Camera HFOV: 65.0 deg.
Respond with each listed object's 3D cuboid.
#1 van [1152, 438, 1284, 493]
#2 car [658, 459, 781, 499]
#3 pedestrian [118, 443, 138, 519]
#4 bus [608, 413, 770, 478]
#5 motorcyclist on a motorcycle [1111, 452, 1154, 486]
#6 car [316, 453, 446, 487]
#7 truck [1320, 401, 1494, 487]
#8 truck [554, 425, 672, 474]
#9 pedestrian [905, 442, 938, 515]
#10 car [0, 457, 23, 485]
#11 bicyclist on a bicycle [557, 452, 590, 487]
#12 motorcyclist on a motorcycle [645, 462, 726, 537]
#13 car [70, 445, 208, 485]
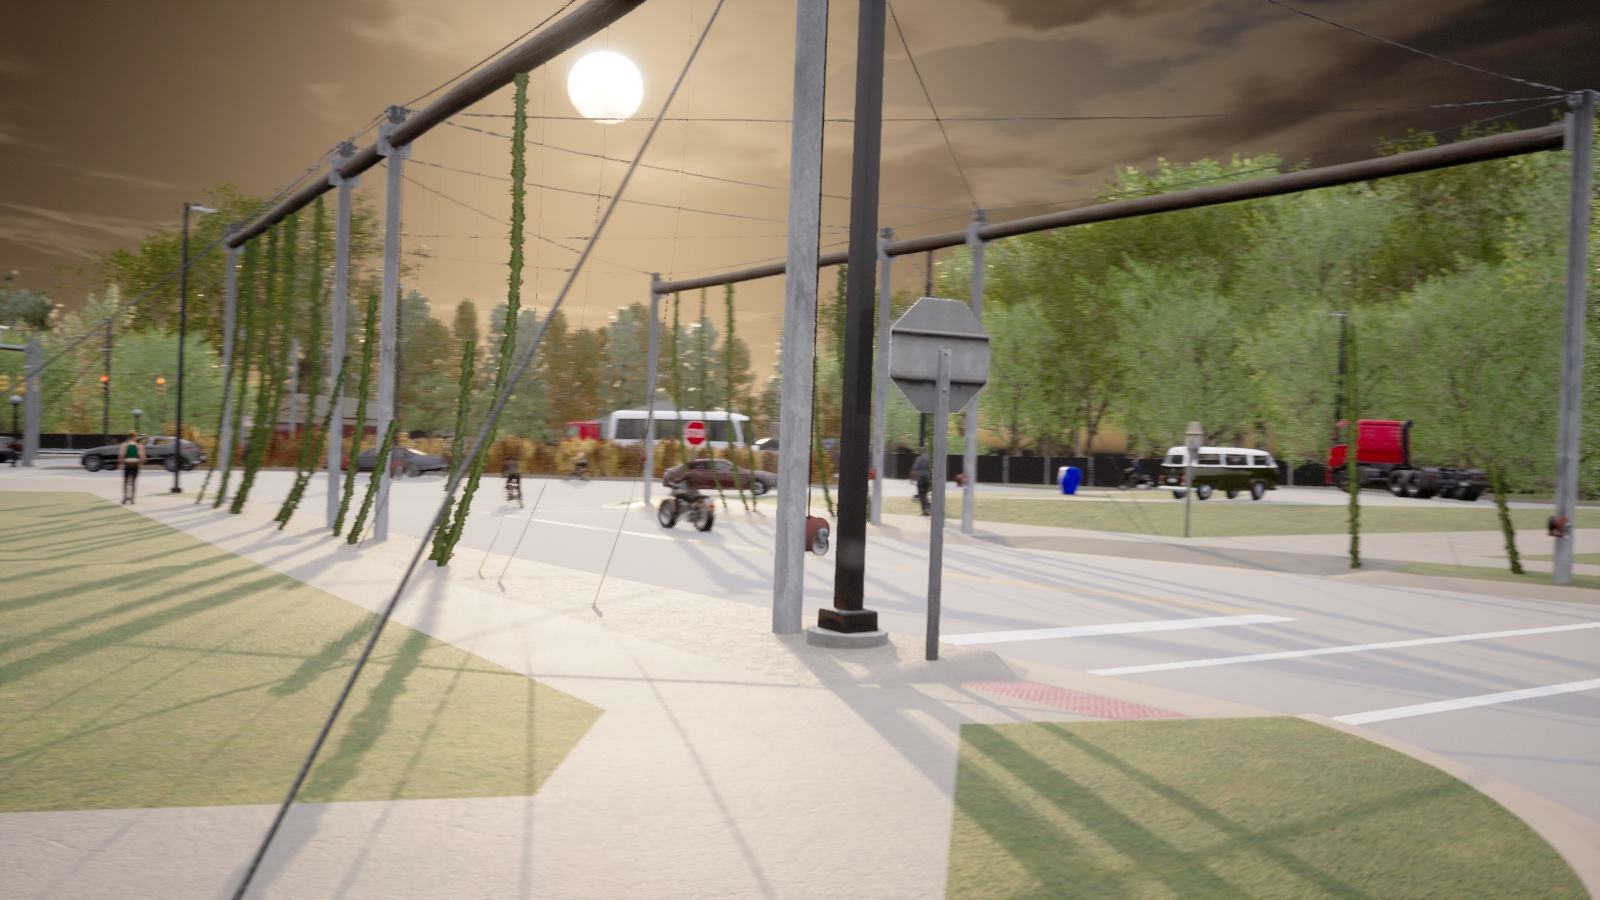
[{"bbox_3d":[16.092,0.560,48.342,4.480,2.038,2.069,-1,0,-20],"label":"van"},{"bbox_3d":[-3.165,1.138,49.911,4.674,1.442,1.812,-1,0,3],"label":"car"},{"bbox_3d":[-16.420,0.753,30.685,0.345,1.836,0.594,1,1,-34],"label":"pedestrian"},{"bbox_3d":[-7.552,-0.339,85.552,10.273,4.253,3.944,0,1,16],"label":"bus"},{"bbox_3d":[17.231,0.971,65.119,1.817,1.590,0.866,-6,-1,36],"label":"motorcyclist on a motorcycle"},{"bbox_3d":[-19.203,0.906,57.748,5.357,1.411,2.033,1,1,-9],"label":"car"},{"bbox_3d":[26.330,-0.263,55.001,2.891,3.462,7.936,1,0,-8],"label":"truck"},{"bbox_3d":[-13.490,-0.066,90.887,7.936,3.462,2.891,0,1,10],"label":"truck"},{"bbox_3d":[3.121,0.722,32.312,0.540,1.848,0.694,1,1,-25],"label":"pedestrian"},{"bbox_3d":[-43.551,1.102,66.679,2.163,1.488,4.792,0,-1,-7],"label":"car"},{"bbox_3d":[-10.628,0.899,58.983,1.509,1.612,0.866,1,1,-8],"label":"bicyclist on a bicycle"},{"bbox_3d":[-2.651,1.106,28.763,0.766,1.649,2.350,1,-1,-35],"label":"motorcyclist on a motorcycle"},{"bbox_3d":[-29.499,0.636,56.198,5.027,1.651,2.152,-1,1,-9],"label":"car"}]
